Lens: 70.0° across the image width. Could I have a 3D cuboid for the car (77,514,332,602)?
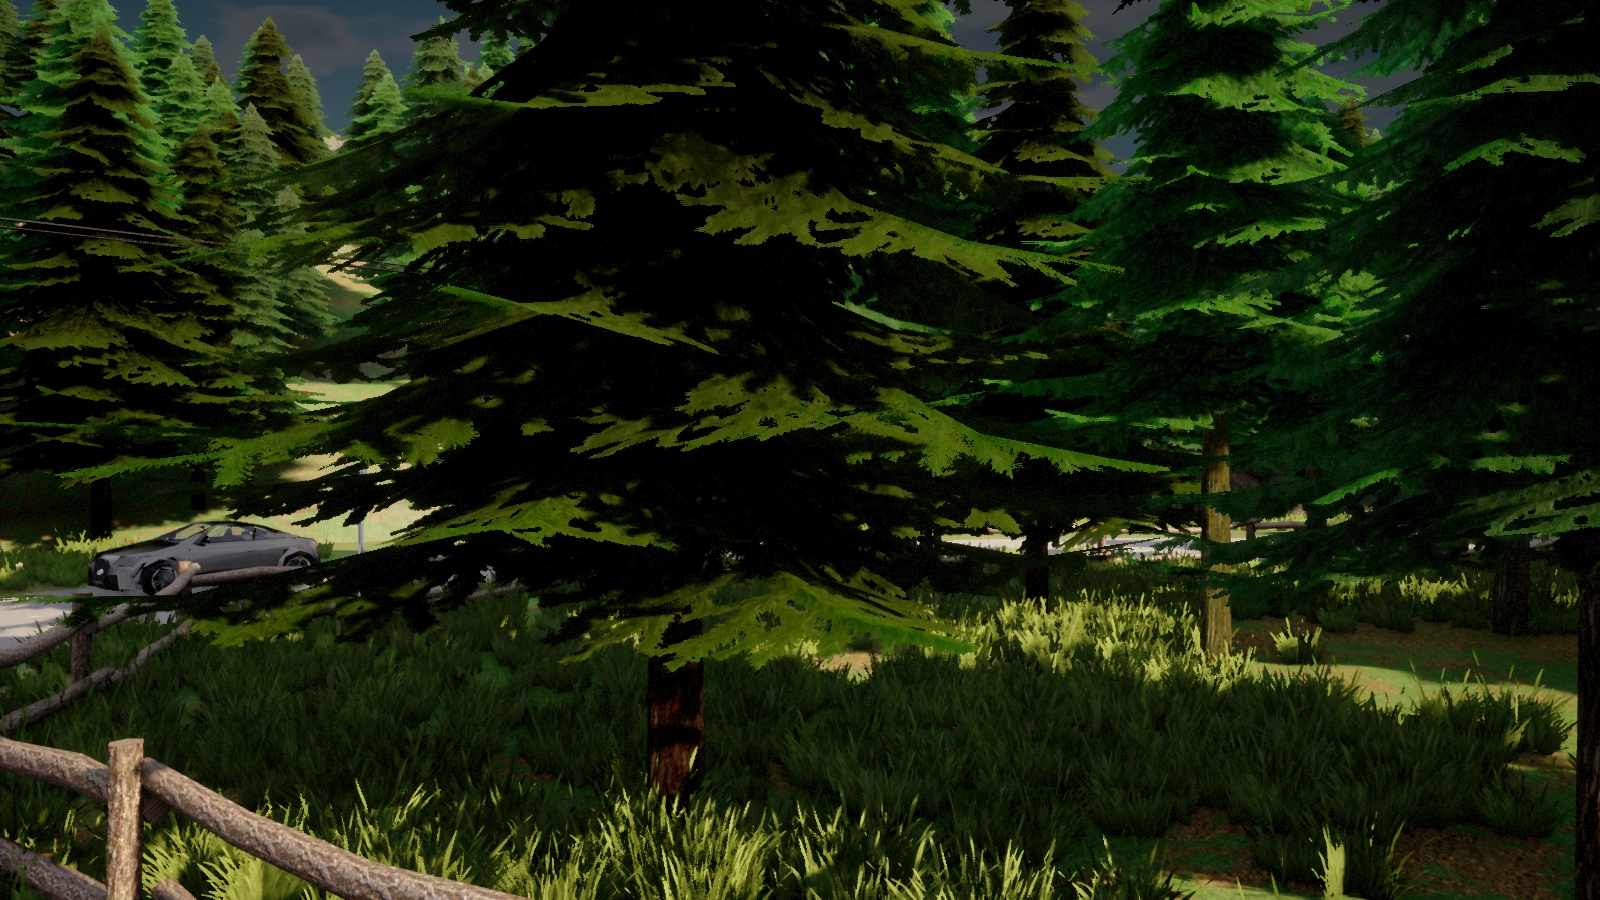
[{"bbox_3d":[-12.055,2.119,23.321,1.994,1.385,4.181,0,0,41],"label":"car"}]
